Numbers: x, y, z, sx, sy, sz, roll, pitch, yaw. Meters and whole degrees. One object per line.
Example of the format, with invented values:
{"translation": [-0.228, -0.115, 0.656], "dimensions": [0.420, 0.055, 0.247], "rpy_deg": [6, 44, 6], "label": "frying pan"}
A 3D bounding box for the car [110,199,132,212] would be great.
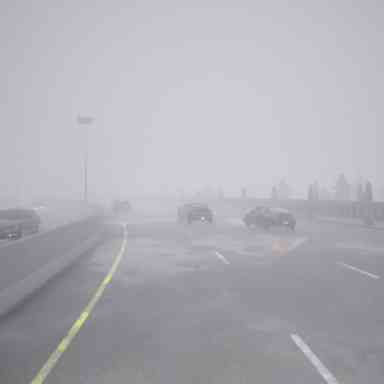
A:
{"translation": [-8.468, 1.577, 39.339], "dimensions": [2.128, 1.511, 4.902], "rpy_deg": [0, 0, -23], "label": "car"}

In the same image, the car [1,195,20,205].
{"translation": [-30.338, 1.443, 55.481], "dimensions": [2.150, 2.045, 5.566], "rpy_deg": [0, 0, -38], "label": "car"}

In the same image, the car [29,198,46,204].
{"translation": [-25.484, 1.745, 54.760], "dimensions": [1.994, 1.385, 4.181], "rpy_deg": [0, 0, -35], "label": "car"}

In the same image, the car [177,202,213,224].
{"translation": [0.163, 1.533, 24.990], "dimensions": [1.837, 1.490, 4.892], "rpy_deg": [0, 0, -14], "label": "car"}

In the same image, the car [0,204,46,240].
{"translation": [-8.879, 1.565, 16.543], "dimensions": [1.837, 1.490, 4.892], "rpy_deg": [0, 0, -11], "label": "car"}

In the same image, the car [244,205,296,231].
{"translation": [4.744, 1.528, 20.638], "dimensions": [1.812, 1.442, 4.674], "rpy_deg": [0, 0, -11], "label": "car"}
